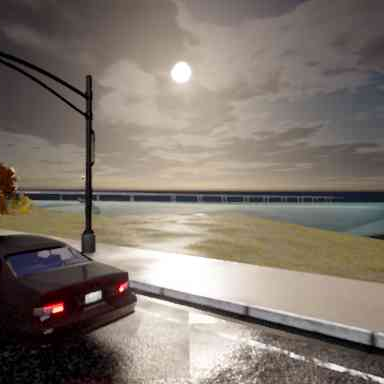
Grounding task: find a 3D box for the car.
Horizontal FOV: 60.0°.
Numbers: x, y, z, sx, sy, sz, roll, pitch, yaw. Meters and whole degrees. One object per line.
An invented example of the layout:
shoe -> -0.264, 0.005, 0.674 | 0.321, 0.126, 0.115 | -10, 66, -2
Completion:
car -> -3.443, 1.523, 6.167 | 5.357, 1.411, 2.033 | 0, 0, 35
